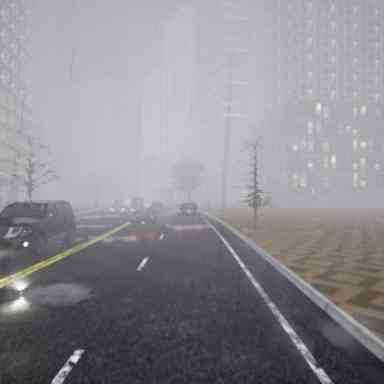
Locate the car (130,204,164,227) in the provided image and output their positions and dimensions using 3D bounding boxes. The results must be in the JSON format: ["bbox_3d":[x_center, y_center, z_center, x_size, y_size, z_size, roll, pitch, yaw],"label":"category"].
[{"bbox_3d":[-3.432,1.872,25.226,1.895,1.301,4.718,0,-1,-2],"label":"car"}]

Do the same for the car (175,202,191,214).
[{"bbox_3d":[-1.221,2.051,43.618,1.895,1.301,4.718,0,-1,-4],"label":"car"}]

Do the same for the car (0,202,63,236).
[{"bbox_3d":[-9.927,1.572,20.578,2.097,1.767,4.553,0,-1,-1],"label":"car"}]

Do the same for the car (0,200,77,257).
[{"bbox_3d":[-6.624,1.370,13.939,2.150,2.045,5.566,0,0,0],"label":"car"}]

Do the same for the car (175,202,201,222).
[{"bbox_3d":[-0.343,1.669,29.736,2.097,1.767,4.553,0,-1,-3],"label":"car"}]

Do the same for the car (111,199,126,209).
[{"bbox_3d":[-12.427,1.914,56.384,2.097,1.767,4.553,0,-1,-6],"label":"car"}]

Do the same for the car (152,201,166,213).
[{"bbox_3d":[-4.449,1.922,43.086,1.882,1.535,5.008,0,0,-4],"label":"car"}]

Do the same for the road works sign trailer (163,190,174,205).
[{"bbox_3d":[-5.450,1.233,76.600,2.380,3.560,2.880,0,0,-11],"label":"road works sign trailer"}]

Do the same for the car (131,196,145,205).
[{"bbox_3d":[-9.180,1.780,56.726,2.150,2.045,5.566,0,-1,-6],"label":"car"}]
